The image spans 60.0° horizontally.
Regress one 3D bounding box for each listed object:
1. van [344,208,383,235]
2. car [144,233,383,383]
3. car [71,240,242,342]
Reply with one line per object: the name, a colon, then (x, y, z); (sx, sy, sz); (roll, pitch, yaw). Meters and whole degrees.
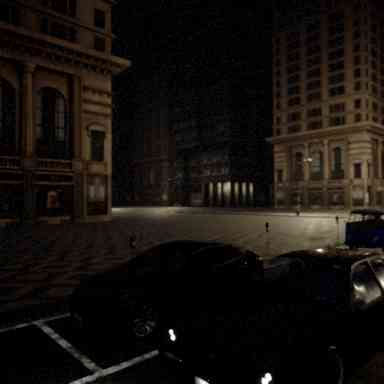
van: (8.126, 1.615, 14.458); (3.998, 1.788, 1.690); (1, -2, -42)
car: (2.094, 1.657, 5.255); (5.357, 1.411, 2.033); (1, -2, -42)
car: (-0.232, 1.725, 6.878); (4.313, 1.339, 1.947); (1, -2, -42)
